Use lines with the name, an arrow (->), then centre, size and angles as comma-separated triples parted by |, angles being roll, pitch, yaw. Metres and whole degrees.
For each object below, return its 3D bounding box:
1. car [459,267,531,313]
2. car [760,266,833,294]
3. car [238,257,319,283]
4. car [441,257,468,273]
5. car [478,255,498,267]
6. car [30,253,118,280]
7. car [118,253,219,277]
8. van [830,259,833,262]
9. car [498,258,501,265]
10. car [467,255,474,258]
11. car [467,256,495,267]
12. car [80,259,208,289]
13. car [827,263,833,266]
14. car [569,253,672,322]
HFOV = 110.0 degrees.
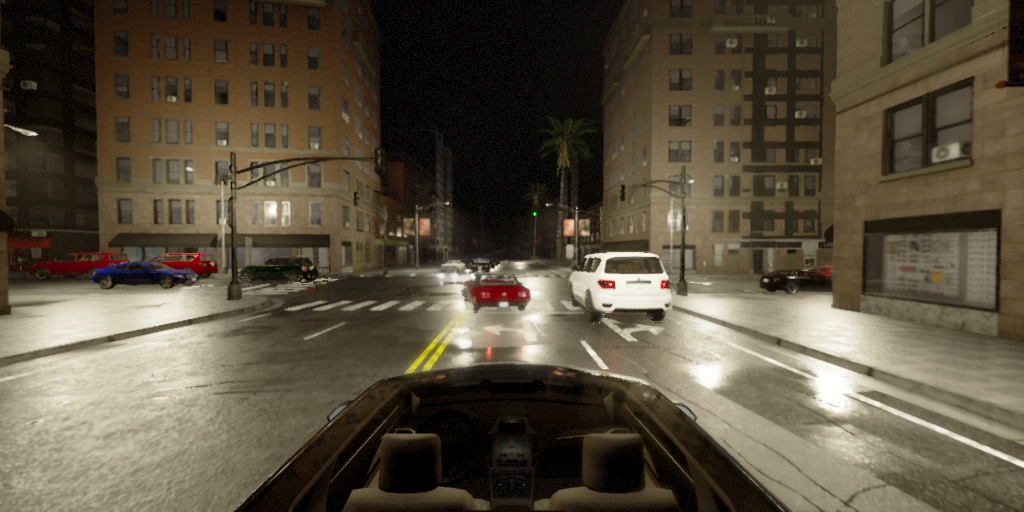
car -> -0.779, 1.290, 13.815 | 1.895, 1.301, 4.718 | 0, 0, -14
car -> 16.211, 1.416, 19.960 | 4.313, 1.339, 1.948 | 0, 0, 0
car -> -15.571, 0.853, 23.943 | 4.553, 1.767, 2.097 | 0, 1, -3
car -> -6.587, 1.138, 40.358 | 1.895, 1.301, 4.718 | 0, 0, 3
car -> -3.323, 0.964, 49.456 | 1.882, 1.535, 5.008 | 0, 0, 0
car -> -29.337, 0.671, 24.636 | 5.009, 1.841, 2.192 | 0, 0, -9
car -> -23.890, 0.709, 25.457 | 5.009, 1.841, 2.192 | 0, 0, -9
van -> 27.253, 1.110, 28.422 | 3.998, 1.789, 1.690 | 0, 0, 0
car -> -3.254, 0.933, 58.851 | 1.837, 1.490, 4.892 | 0, 0, 0
car -> -6.569, 0.963, 49.605 | 1.882, 1.535, 5.008 | 0, 0, 0
car -> -3.338, 1.030, 40.066 | 2.128, 1.511, 4.902 | 0, 0, 0
car -> -20.450, 1.050, 20.130 | 4.674, 1.442, 1.812 | 0, 1, -9
car -> 20.971, 1.358, 22.748 | 4.674, 1.442, 1.812 | 0, 1, 1
car -> 3.349, 0.913, 12.126 | 2.150, 2.045, 5.566 | 0, 0, 0
